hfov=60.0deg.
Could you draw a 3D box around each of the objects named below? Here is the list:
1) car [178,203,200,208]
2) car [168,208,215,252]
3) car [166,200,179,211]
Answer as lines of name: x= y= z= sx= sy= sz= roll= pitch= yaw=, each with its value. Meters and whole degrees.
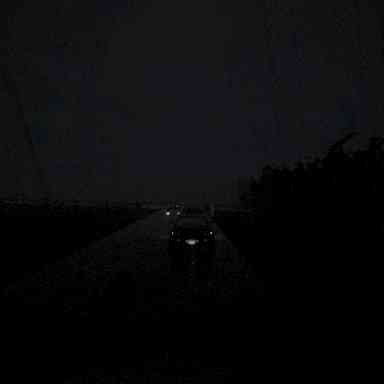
car: x=-0.004 y=1.790 z=29.295 sx=1.837 sy=1.490 sz=4.892 roll=0 pitch=0 yaw=0
car: x=0.002 y=1.660 z=14.374 sx=1.812 sy=1.442 sz=4.674 roll=0 pitch=0 yaw=0
car: x=-2.768 y=2.020 z=50.470 sx=1.837 sy=1.490 sz=4.892 roll=0 pitch=-1 yaw=0
